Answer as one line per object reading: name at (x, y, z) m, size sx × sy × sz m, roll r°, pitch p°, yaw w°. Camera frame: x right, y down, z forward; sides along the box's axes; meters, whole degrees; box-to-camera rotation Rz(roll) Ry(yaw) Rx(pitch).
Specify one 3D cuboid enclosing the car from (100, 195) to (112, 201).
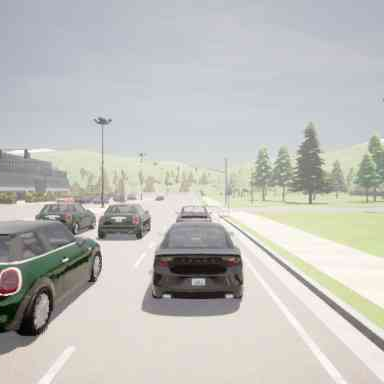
car at (-23.121, 1.552, 89.532) m, size 1.994 × 1.385 × 4.181 m, roll 0°, pitch 0°, yaw 0°

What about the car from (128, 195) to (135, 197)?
car at (-16.122, 1.552, 88.988) m, size 1.994 × 1.385 × 4.181 m, roll 0°, pitch 0°, yaw 0°

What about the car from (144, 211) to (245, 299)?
car at (0.114, 1.478, 8.499) m, size 1.882 × 1.535 × 5.008 m, roll 0°, pitch 0°, yaw 0°

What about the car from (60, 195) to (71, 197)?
car at (-23.246, 1.352, 60.722) m, size 2.097 × 1.767 × 4.553 m, roll 0°, pitch 0°, yaw 2°

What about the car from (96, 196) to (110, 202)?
car at (-19.650, 1.552, 73.752) m, size 1.994 × 1.385 × 4.181 m, roll 0°, pitch 0°, yaw 0°

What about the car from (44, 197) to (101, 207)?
car at (-6.915, 1.352, 18.553) m, size 2.097 × 1.767 × 4.553 m, roll 0°, pitch 0°, yaw 0°

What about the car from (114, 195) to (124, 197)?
car at (-16.149, 1.500, 74.076) m, size 1.837 × 1.490 × 4.892 m, roll 0°, pitch 0°, yaw 0°

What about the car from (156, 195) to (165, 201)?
car at (-8.127, 1.525, 86.538) m, size 2.128 × 1.511 × 4.902 m, roll 0°, pitch 0°, yaw 0°

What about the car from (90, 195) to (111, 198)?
car at (-16.190, 1.525, 58.997) m, size 1.812 × 1.442 × 4.674 m, roll 0°, pitch 0°, yaw 0°

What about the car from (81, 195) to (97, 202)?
car at (-23.148, 1.525, 74.826) m, size 2.128 × 1.511 × 4.902 m, roll 0°, pitch 0°, yaw 0°

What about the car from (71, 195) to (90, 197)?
car at (-19.690, 1.601, 60.144) m, size 1.895 × 1.301 × 4.718 m, roll 0°, pitch 0°, yaw 0°

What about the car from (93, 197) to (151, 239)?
car at (-3.411, 1.352, 17.573) m, size 2.097 × 1.767 × 4.553 m, roll 0°, pitch 0°, yaw 0°

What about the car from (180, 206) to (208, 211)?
car at (0.100, 1.491, 17.917) m, size 2.128 × 1.511 × 4.902 m, roll 0°, pitch 0°, yaw 0°

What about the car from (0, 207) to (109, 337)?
car at (-3.389, 1.352, 6.815) m, size 2.097 × 1.767 × 4.553 m, roll 0°, pitch 0°, yaw 0°

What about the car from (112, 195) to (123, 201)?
car at (-19.624, 1.552, 88.140) m, size 1.994 × 1.385 × 4.181 m, roll 0°, pitch 0°, yaw 0°
